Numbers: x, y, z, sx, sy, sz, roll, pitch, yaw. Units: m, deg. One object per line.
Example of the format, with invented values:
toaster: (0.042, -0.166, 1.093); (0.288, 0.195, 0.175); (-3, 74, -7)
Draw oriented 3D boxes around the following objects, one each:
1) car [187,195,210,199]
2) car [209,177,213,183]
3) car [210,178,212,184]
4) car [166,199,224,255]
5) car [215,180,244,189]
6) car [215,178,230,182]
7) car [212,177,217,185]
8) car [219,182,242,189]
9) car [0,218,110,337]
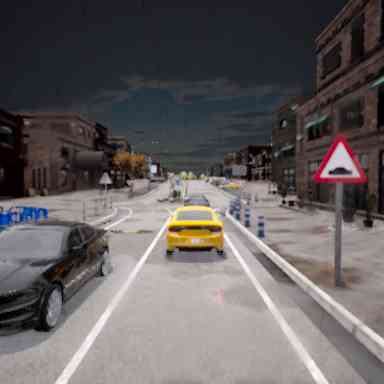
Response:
car: (0.516, 0.949, 27.251); (1.994, 1.385, 4.181); (0, 2, 4)
car: (7.917, -2.673, 93.180); (5.008, 1.535, 2.097); (0, 3, -1)
car: (7.982, -2.373, 87.677); (4.892, 1.521, 2.231); (0, 3, -1)
car: (0.098, 1.264, 12.438); (1.882, 1.535, 5.008); (0, 1, 0)
car: (8.015, -1.219, 68.417); (5.366, 1.575, 1.946); (0, 4, -1)
car: (8.104, -1.690, 73.913); (4.553, 1.767, 2.185); (0, 3, -1)
car: (8.133, -1.985, 76.656); (5.566, 2.045, 2.435); (0, 3, -1)
car: (8.172, -1.352, 71.174); (4.674, 1.452, 2.002); (0, 4, -1)
car: (-3.089, 1.372, 6.846); (1.882, 1.535, 5.008); (0, 1, 0)
